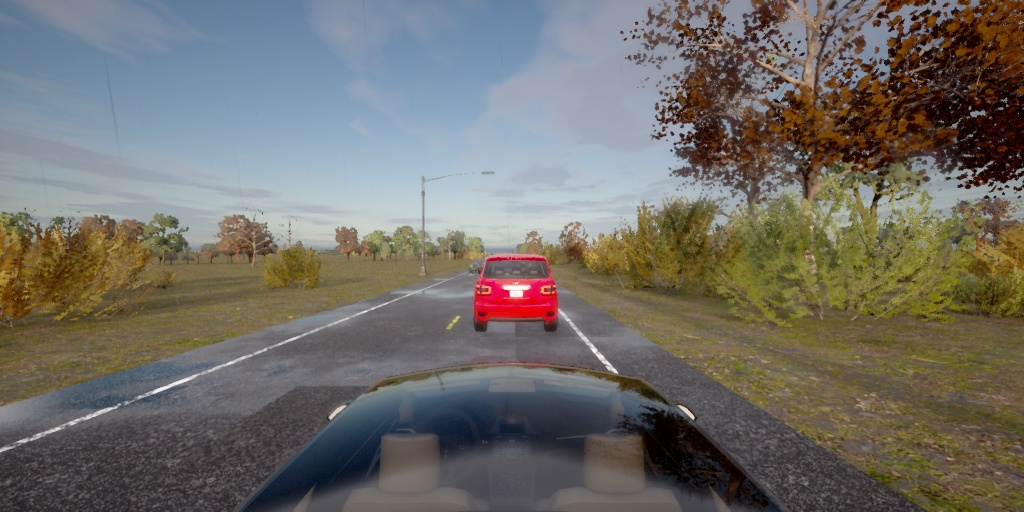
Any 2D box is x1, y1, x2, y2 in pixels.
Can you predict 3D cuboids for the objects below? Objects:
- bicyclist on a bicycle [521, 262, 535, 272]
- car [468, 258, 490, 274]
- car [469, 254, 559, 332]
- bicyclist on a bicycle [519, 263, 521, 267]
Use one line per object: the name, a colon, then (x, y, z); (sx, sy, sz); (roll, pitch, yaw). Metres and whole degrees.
bicyclist on a bicycle: (0.942, 1.113, 18.714); (0.659, 1.776, 1.843); (0, 0, 0)
car: (-3.743, 1.088, 41.425); (2.097, 1.767, 4.553); (0, 0, 0)
car: (0.091, 0.968, 11.008); (2.150, 2.045, 5.566); (0, 0, 0)
bicyclist on a bicycle: (0.902, 1.109, 28.727); (0.659, 1.776, 1.843); (0, 0, 0)
